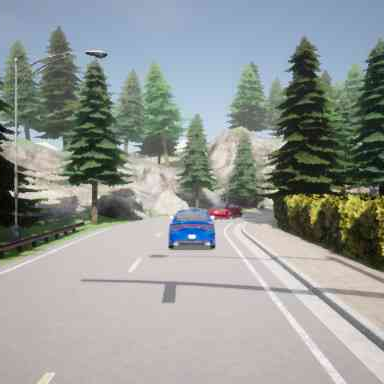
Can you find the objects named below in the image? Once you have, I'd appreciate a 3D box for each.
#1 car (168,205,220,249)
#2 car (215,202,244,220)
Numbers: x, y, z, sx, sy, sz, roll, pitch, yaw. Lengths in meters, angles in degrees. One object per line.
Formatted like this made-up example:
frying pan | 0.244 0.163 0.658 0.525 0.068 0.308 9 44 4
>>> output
car | 0.000 1.485 14.650 1.882 1.535 5.008 0 0 0
car | 2.897 1.572 28.322 1.994 1.385 4.181 0 0 28
